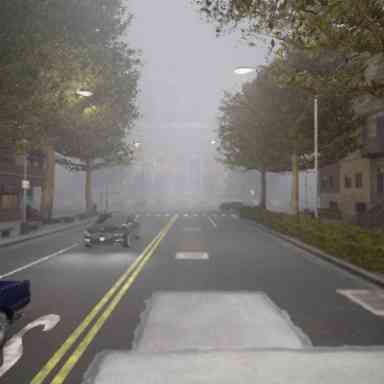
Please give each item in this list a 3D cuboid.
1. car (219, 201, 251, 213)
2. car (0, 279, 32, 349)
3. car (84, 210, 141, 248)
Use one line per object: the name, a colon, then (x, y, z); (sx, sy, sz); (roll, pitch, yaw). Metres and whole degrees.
car: (6.003, 1.963, 44.578); (4.892, 1.490, 1.837); (0, -3, -28)
car: (-3.702, 1.637, 3.347); (1.895, 1.301, 4.718); (0, -1, 3)
car: (-3.590, 1.667, 15.723); (1.837, 1.490, 4.892); (0, -1, 0)
